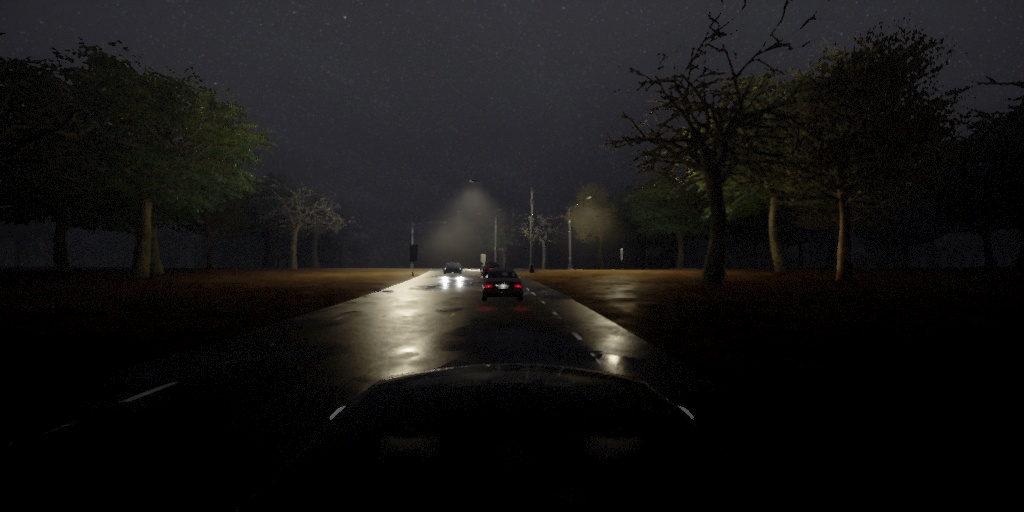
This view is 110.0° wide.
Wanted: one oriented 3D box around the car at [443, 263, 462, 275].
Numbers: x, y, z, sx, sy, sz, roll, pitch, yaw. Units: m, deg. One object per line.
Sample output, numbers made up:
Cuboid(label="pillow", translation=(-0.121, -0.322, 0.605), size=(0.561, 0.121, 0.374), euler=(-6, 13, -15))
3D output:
Cuboid(label="car", translation=(-6.184, 1.360, 37.627), size=(1.895, 1.301, 4.718), euler=(0, 0, -8))

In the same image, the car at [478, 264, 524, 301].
Cuboid(label="car", translation=(-0.513, 1.289, 17.127), size=(2.033, 1.411, 5.357), euler=(0, 0, -4))

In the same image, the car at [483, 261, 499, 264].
Cuboid(label="car", translation=(-1.917, 1.222, 32.197), size=(1.837, 1.490, 4.892), euler=(0, 0, -7))
